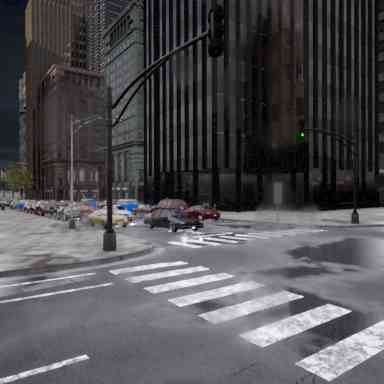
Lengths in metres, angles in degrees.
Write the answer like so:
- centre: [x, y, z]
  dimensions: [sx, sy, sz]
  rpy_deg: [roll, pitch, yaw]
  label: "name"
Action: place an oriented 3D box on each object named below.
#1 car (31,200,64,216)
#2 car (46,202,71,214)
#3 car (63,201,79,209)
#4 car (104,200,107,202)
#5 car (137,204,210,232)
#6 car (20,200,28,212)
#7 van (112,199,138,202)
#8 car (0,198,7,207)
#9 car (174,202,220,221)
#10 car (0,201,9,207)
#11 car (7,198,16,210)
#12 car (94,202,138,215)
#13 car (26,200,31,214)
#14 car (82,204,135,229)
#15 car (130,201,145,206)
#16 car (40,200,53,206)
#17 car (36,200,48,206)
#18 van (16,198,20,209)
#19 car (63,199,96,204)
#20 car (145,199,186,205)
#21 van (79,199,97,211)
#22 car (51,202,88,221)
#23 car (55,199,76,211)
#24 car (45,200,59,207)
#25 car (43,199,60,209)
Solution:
- centre: [-17.647, 1.901, 40.484]
  dimensions: [2.192, 1.841, 5.009]
  rpy_deg: [-1, 0, -35]
  label: "car"
- centre: [-18.871, 2.146, 46.918]
  dimensions: [2.128, 1.511, 4.902]
  rpy_deg: [0, -1, -35]
  label: "car"
- centre: [-22.630, 2.408, 62.242]
  dimensions: [1.802, 1.307, 4.206]
  rpy_deg: [-1, 0, -35]
  label: "car"
- centre: [-11.133, 1.875, 46.080]
  dimensions: [2.192, 1.841, 5.009]
  rpy_deg: [-1, 0, -35]
  label: "car"
- centre: [-1.414, 1.791, 22.180]
  dimensions: [2.033, 1.411, 5.357]
  rpy_deg: [0, -1, -35]
  label: "car"
- centre: [-23.299, 2.158, 48.452]
  dimensions: [1.967, 1.590, 4.097]
  rpy_deg: [-1, 0, -35]
  label: "car"
- centre: [-8.194, 1.833, 41.929]
  dimensions: [1.690, 1.788, 3.998]
  rpy_deg: [-1, 0, -35]
  label: "van"
- centre: [-41.221, 2.668, 73.707]
  dimensions: [1.887, 1.381, 4.507]
  rpy_deg: [-1, 0, -35]
  label: "car"
- centre: [0.630, 1.828, 29.473]
  dimensions: [1.887, 1.381, 4.507]
  rpy_deg: [-1, 0, -35]
  label: "car"
- centre: [-44.332, 2.773, 78.092]
  dimensions: [1.802, 1.307, 4.206]
  rpy_deg: [-1, 0, -35]
  label: "car"
- centre: [-31.886, 2.355, 60.550]
  dimensions: [1.967, 1.590, 4.097]
  rpy_deg: [-1, 0, -35]
  label: "car"
- centre: [-7.012, 1.902, 30.122]
  dimensions: [1.812, 1.442, 4.674]
  rpy_deg: [0, -1, -35]
  label: "car"
- centre: [-20.470, 2.197, 44.468]
  dimensions: [1.887, 1.381, 4.507]
  rpy_deg: [-1, 0, -35]
  label: "car"
- centre: [-6.233, 1.843, 24.408]
  dimensions: [1.752, 1.417, 4.829]
  rpy_deg: [-1, 0, -35]
  label: "car"
- centre: [-5.249, 2.004, 37.777]
  dimensions: [1.802, 1.307, 4.206]
  rpy_deg: [-1, 0, -35]
  label: "car"
- centre: [-34.674, 2.662, 79.212]
  dimensions: [1.947, 1.339, 4.313]
  rpy_deg: [-1, 0, -35]
  label: "car"
- centre: [-37.684, 2.711, 83.454]
  dimensions: [2.008, 1.369, 4.403]
  rpy_deg: [-1, 0, -35]
  label: "car"
- centre: [-26.129, 2.124, 52.436]
  dimensions: [1.690, 1.788, 3.998]
  rpy_deg: [-1, 0, -35]
  label: "van"
- centre: [-12.890, 1.867, 38.417]
  dimensions: [2.097, 1.767, 4.553]
  rpy_deg: [0, -1, -35]
  label: "car"
- centre: [-2.315, 1.668, 33.625]
  dimensions: [2.192, 1.841, 5.009]
  rpy_deg: [-1, 0, -35]
  label: "car"
- centre: [-17.012, 2.038, 54.384]
  dimensions: [1.690, 1.788, 3.998]
  rpy_deg: [-1, 0, -35]
  label: "van"
- centre: [-11.986, 2.004, 32.515]
  dimensions: [2.008, 1.369, 4.403]
  rpy_deg: [-1, 0, -35]
  label: "car"
- centre: [-21.289, 2.109, 55.784]
  dimensions: [2.097, 1.767, 4.553]
  rpy_deg: [0, -1, -36]
  label: "car"
- centre: [-31.662, 2.596, 74.969]
  dimensions: [1.947, 1.339, 4.313]
  rpy_deg: [-1, 0, -35]
  label: "car"
- centre: [-27.011, 2.240, 63.831]
  dimensions: [2.097, 1.767, 4.553]
  rpy_deg: [0, -1, -35]
  label: "car"
